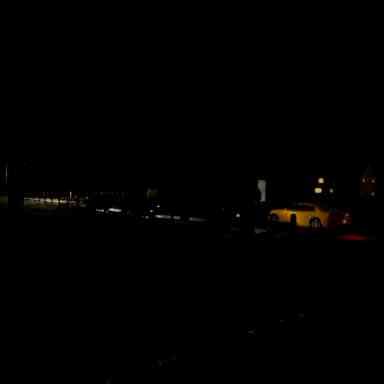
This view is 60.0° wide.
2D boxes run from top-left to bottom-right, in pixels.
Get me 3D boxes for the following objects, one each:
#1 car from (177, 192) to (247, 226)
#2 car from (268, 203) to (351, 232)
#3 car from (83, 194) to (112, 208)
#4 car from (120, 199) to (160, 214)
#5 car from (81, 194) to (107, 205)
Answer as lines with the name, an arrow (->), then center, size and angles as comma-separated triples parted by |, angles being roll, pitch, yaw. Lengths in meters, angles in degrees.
car -> 1.155, 1.022, 22.144 | 2.150, 2.045, 5.566 | 1, 0, -36
car -> 6.684, 1.358, 19.498 | 1.882, 1.535, 5.008 | 1, 0, -31
car -> -10.891, 1.080, 38.577 | 2.128, 1.511, 4.902 | 1, 0, -36
car -> -4.767, 1.298, 30.211 | 1.895, 1.301, 4.718 | 1, 0, -36
car -> -14.237, 0.998, 48.109 | 2.128, 1.511, 4.902 | 1, 0, -36
